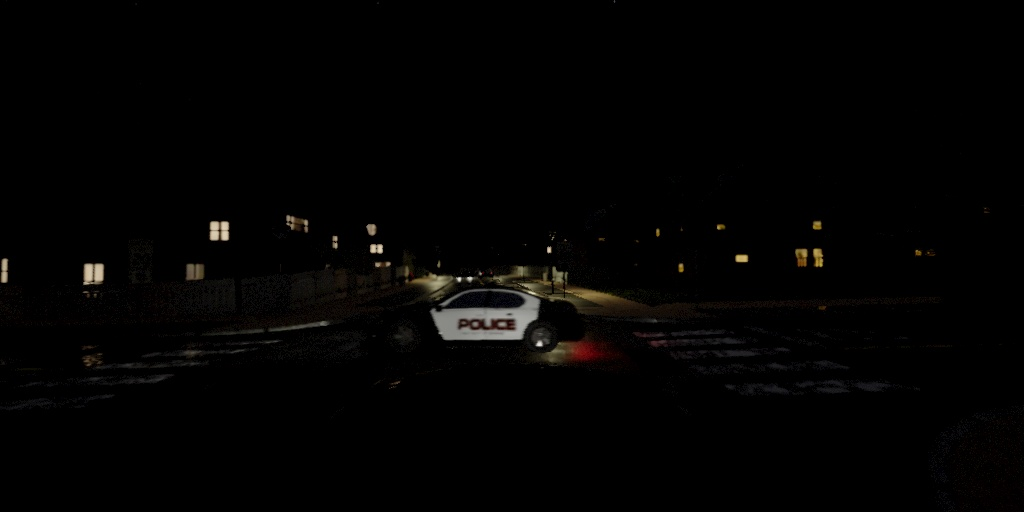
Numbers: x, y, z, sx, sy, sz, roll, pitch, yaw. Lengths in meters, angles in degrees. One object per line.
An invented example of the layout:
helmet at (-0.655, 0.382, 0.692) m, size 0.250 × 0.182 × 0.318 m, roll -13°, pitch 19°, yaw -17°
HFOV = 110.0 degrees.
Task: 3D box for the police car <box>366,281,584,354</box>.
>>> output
police car at (-0.868, 1.434, 8.741) m, size 4.974 × 1.542 × 2.038 m, roll 0°, pitch -1°, yaw 0°

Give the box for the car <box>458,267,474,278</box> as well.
car at (-7.352, 2.484, 55.064) m, size 1.882 × 1.535 × 5.008 m, roll 0°, pitch -2°, yaw -10°

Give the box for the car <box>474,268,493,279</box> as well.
car at (-3.745, 2.422, 50.604) m, size 2.033 × 1.411 × 5.357 m, roll 0°, pitch -2°, yaw -10°

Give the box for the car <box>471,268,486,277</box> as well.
car at (-5.749, 2.739, 60.915) m, size 1.994 × 1.385 × 4.181 m, roll 0°, pitch -2°, yaw -12°
